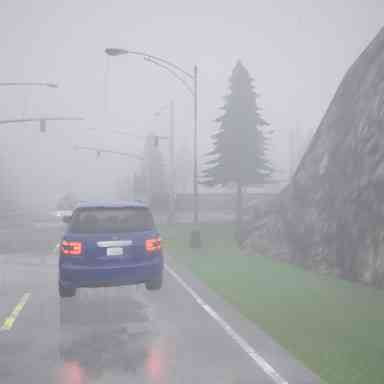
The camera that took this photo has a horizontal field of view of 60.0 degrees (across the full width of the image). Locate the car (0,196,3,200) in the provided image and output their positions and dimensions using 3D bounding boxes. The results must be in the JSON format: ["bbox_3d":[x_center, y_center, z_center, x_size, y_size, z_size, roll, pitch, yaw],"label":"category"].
[{"bbox_3d":[-36.278,1.374,61.347,1.845,1.501,3.633,0,0,-16],"label":"car"}]

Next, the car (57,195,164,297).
[{"bbox_3d":[-2.214,1.221,8.890,2.150,2.045,5.566,0,0,-16],"label":"car"}]

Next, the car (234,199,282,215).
[{"bbox_3d":[6.623,1.505,33.222,4.892,1.490,1.837,0,0,-18],"label":"car"}]

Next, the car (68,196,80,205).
[{"bbox_3d":[-21.980,1.564,62.130,1.994,1.385,4.181,0,0,-16],"label":"car"}]

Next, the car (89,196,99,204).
[{"bbox_3d":[-19.029,1.526,64.602,1.812,1.442,4.674,0,0,-17],"label":"car"}]

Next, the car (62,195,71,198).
[{"bbox_3d":[-16.252,1.492,42.885,2.128,1.511,4.902,0,0,-17],"label":"car"}]

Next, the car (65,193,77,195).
[{"bbox_3d":[-19.119,1.221,52.437,2.150,2.045,5.566,0,0,-17],"label":"car"}]
